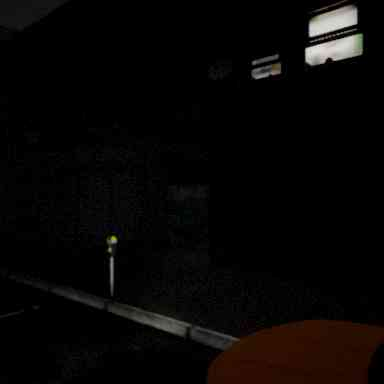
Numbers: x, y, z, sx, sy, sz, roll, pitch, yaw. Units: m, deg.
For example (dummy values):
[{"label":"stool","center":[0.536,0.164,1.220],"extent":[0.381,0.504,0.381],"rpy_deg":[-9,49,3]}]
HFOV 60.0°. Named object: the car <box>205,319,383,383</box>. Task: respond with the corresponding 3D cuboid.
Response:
[{"label":"car","center":[2.328,1.492,1.688],"extent":[5.008,1.535,1.882],"rpy_deg":[0,0,37]}]
